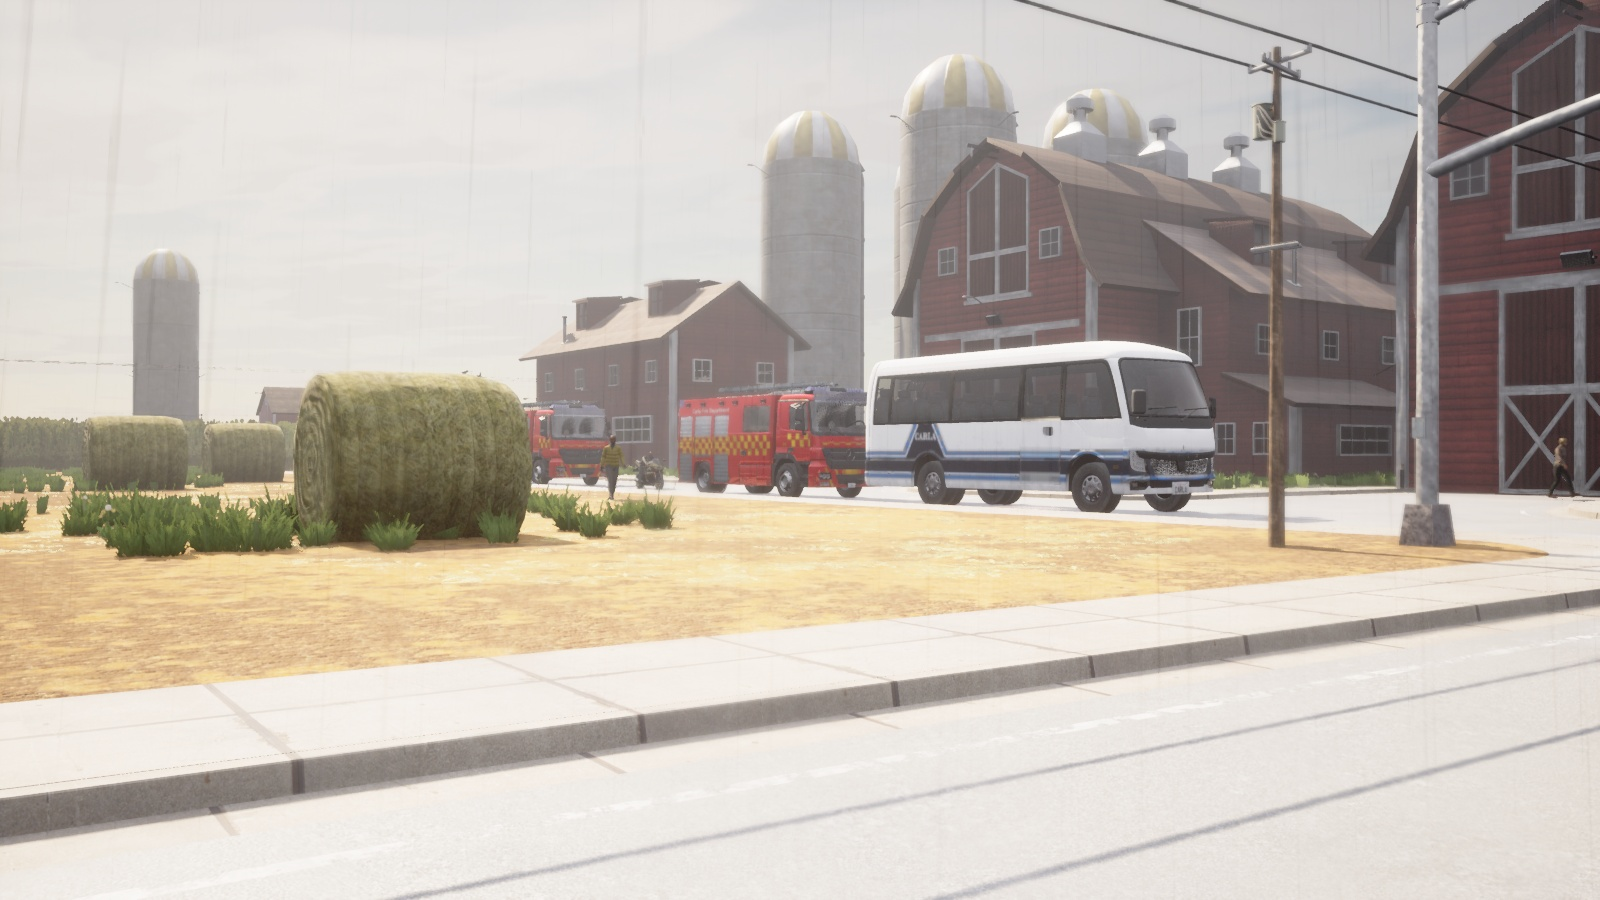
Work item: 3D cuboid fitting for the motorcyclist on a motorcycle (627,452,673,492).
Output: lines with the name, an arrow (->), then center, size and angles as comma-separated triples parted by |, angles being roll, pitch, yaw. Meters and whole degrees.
motorcyclist on a motorcycle -> -5.970, 0.870, 49.922 | 0.866, 1.530, 2.191 | -1, 0, -36

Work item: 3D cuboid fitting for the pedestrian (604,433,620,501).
pedestrian -> -5.127, 0.455, 34.255 | 0.370, 1.835, 0.726 | 0, 0, -12

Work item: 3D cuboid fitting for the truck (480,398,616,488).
truck -> -11.783, -0.280, 57.959 | 2.891, 3.827, 8.468 | 0, 0, -36

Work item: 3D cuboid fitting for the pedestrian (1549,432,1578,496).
pedestrian -> 22.377, 0.403, 36.795 | 0.331, 1.846, 0.634 | 0, 0, -35

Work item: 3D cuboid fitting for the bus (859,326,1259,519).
bus -> 6.317, -0.595, 32.948 | 3.944, 4.253, 10.273 | 0, 0, -36

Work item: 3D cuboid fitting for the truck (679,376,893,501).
truck -> -0.707, -0.342, 42.652 | 2.891, 3.827, 8.468 | 0, 0, -36
